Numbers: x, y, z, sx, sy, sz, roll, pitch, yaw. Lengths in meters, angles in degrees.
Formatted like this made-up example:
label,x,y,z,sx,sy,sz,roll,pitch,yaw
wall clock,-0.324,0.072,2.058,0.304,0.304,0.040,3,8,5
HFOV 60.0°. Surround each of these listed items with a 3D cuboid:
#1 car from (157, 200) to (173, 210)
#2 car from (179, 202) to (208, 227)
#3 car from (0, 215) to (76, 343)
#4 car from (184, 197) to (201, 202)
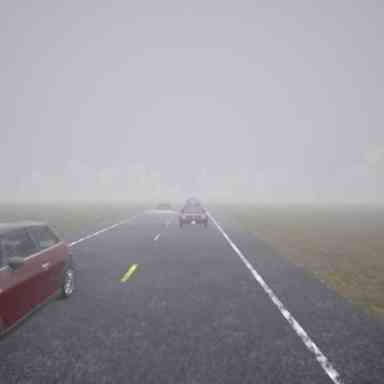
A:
label,x,y,z,sx,sy,sz,roll,pitch,yaw
car,-3.587,1.680,44.447,1.895,1.301,4.718,0,0,0
car,0.098,1.643,23.169,1.895,1.301,4.718,0,0,0
car,-3.600,1.362,5.398,2.097,1.767,4.553,0,0,0
car,0.097,1.427,41.938,2.097,1.767,4.553,0,0,0
